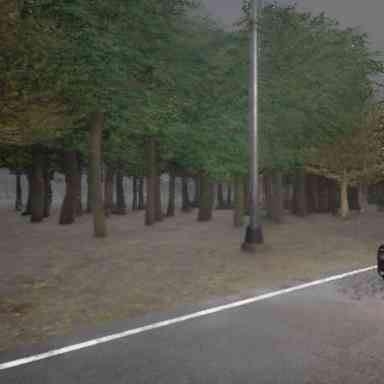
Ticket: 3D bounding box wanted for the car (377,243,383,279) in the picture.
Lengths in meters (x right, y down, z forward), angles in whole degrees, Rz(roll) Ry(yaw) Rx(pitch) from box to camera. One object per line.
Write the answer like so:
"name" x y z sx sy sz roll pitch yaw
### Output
"car" 6.546 1.487 8.415 4.892 1.490 1.837 0 0 -35
